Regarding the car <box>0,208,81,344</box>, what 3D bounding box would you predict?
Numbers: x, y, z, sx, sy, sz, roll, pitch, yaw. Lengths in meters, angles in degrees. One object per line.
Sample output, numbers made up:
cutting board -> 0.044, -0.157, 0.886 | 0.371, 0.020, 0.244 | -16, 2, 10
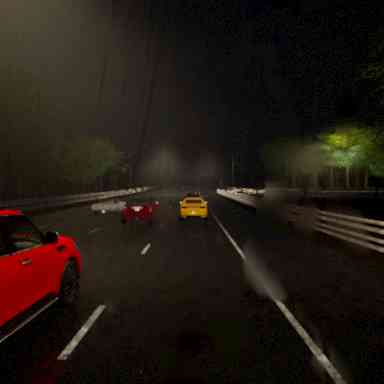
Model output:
car -> -3.399, 1.214, 4.660 | 2.150, 2.045, 5.566 | 0, 0, 0

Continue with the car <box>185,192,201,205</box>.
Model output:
car -> 0.110, 0.796, 41.474 | 1.994, 1.385, 4.181 | 0, 2, 0

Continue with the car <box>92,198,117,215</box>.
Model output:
car -> -6.893, 1.179, 28.129 | 1.895, 1.301, 4.718 | 0, 1, 0

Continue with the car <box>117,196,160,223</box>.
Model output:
car -> -3.397, 1.069, 22.736 | 2.097, 1.767, 4.553 | 0, 1, 0

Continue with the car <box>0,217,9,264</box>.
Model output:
car -> -6.898, 1.529, 8.652 | 1.994, 1.385, 4.181 | 0, 1, 0

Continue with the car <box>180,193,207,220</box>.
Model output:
car -> 0.107, 1.149, 24.528 | 1.882, 1.535, 5.008 | 0, 2, 0
